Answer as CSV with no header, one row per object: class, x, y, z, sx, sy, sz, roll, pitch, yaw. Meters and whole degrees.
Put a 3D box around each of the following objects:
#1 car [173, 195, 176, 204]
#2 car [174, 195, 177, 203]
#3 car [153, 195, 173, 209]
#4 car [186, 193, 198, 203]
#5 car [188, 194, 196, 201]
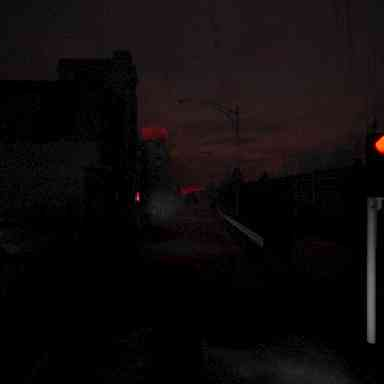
car,-4.117,1.592,54.515,1.895,1.301,4.718,0,0,0
car,-4.084,1.343,64.330,2.097,1.767,4.553,0,0,0
car,-4.119,1.484,44.361,2.128,1.511,4.902,0,0,0
car,-0.036,1.210,66.305,2.150,2.045,5.566,0,0,0
car,-0.044,1.297,76.695,1.882,1.535,5.008,0,0,0
